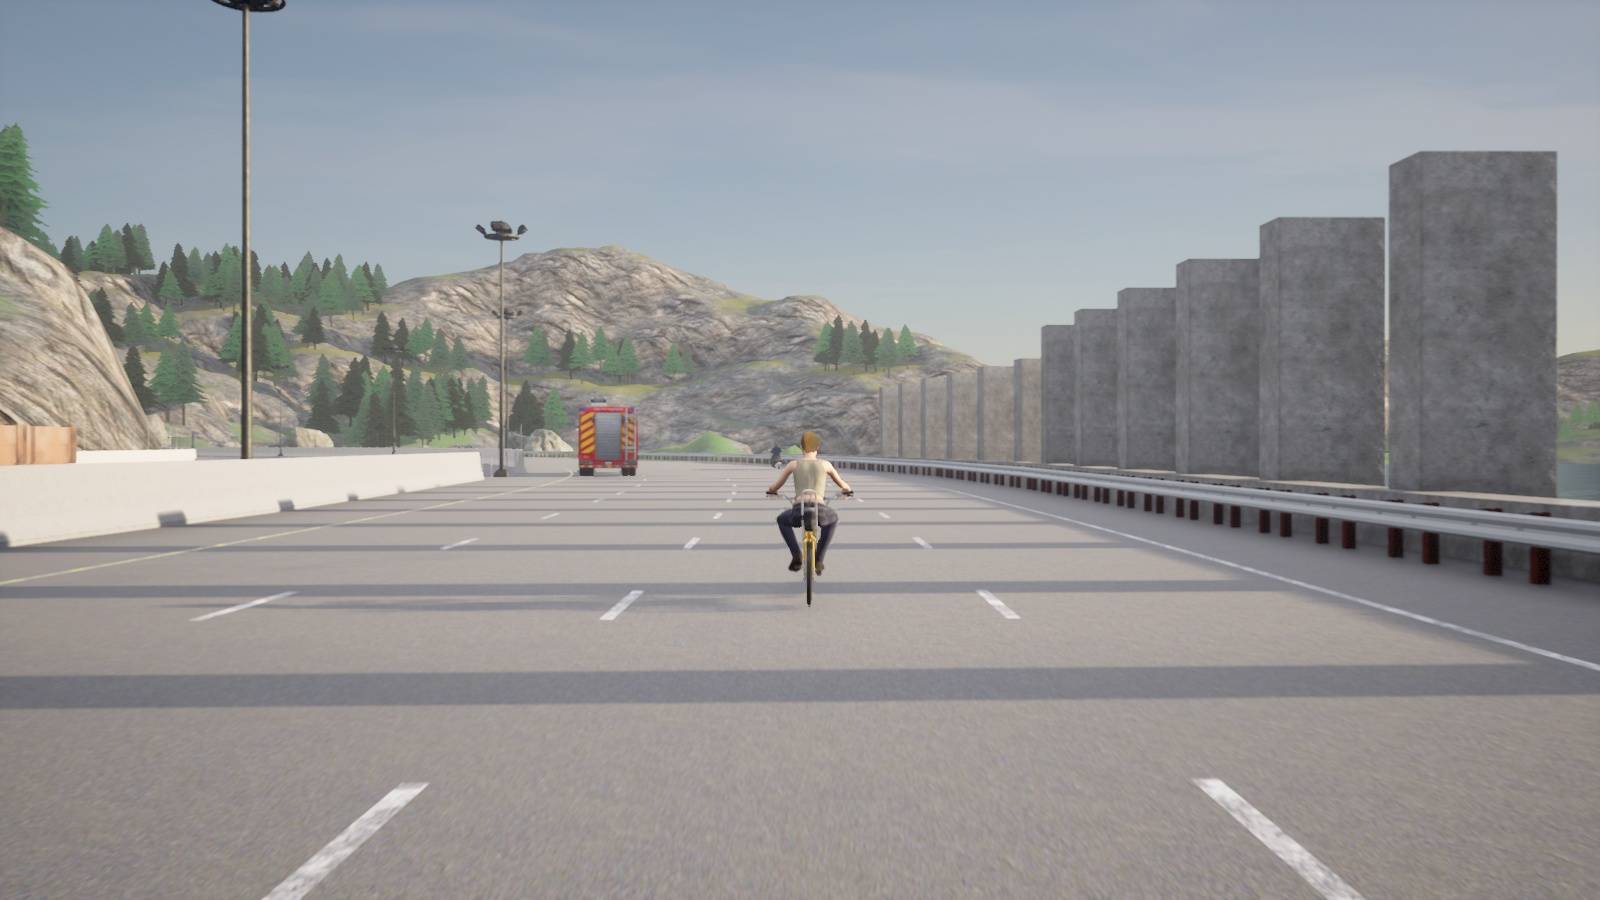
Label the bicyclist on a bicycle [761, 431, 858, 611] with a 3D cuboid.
[{"bbox_3d":[0.091,0.633,12.017,0.866,1.612,1.509,0,0,1],"label":"bicyclist on a bicycle"}]

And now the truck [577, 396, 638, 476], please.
[{"bbox_3d":[-9.915,-0.693,64.322,2.891,3.827,8.468,0,0,-10],"label":"truck"}]
